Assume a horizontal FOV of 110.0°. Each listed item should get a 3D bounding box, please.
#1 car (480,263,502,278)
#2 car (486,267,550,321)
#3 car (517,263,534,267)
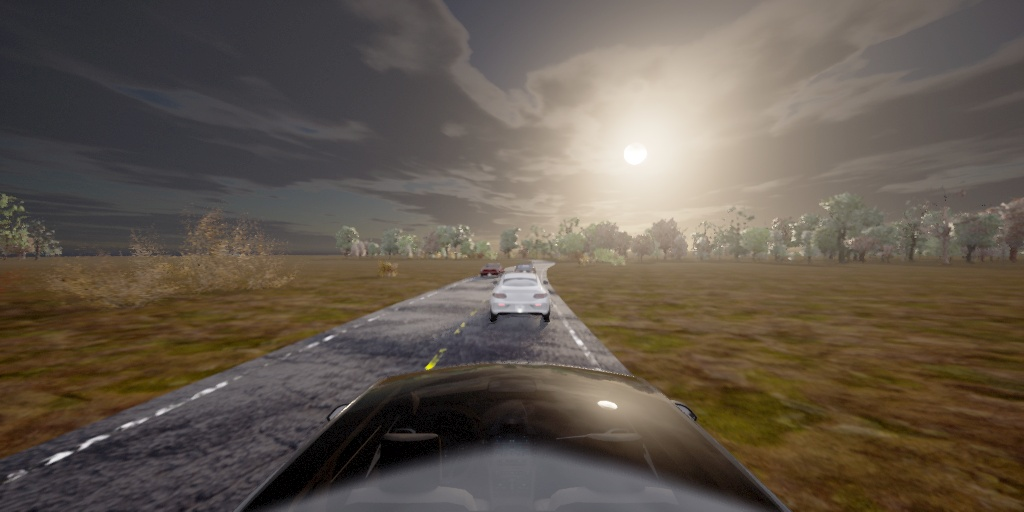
[{"bbox_3d":[-1.827,1.342,33.733,1.895,1.301,4.718,0,0,5],"label":"car"},{"bbox_3d":[0.282,1.274,12.330,1.812,1.442,4.674,0,0,1],"label":"car"},{"bbox_3d":[1.145,1.293,30.623,2.033,1.411,5.357,0,0,4],"label":"car"}]
